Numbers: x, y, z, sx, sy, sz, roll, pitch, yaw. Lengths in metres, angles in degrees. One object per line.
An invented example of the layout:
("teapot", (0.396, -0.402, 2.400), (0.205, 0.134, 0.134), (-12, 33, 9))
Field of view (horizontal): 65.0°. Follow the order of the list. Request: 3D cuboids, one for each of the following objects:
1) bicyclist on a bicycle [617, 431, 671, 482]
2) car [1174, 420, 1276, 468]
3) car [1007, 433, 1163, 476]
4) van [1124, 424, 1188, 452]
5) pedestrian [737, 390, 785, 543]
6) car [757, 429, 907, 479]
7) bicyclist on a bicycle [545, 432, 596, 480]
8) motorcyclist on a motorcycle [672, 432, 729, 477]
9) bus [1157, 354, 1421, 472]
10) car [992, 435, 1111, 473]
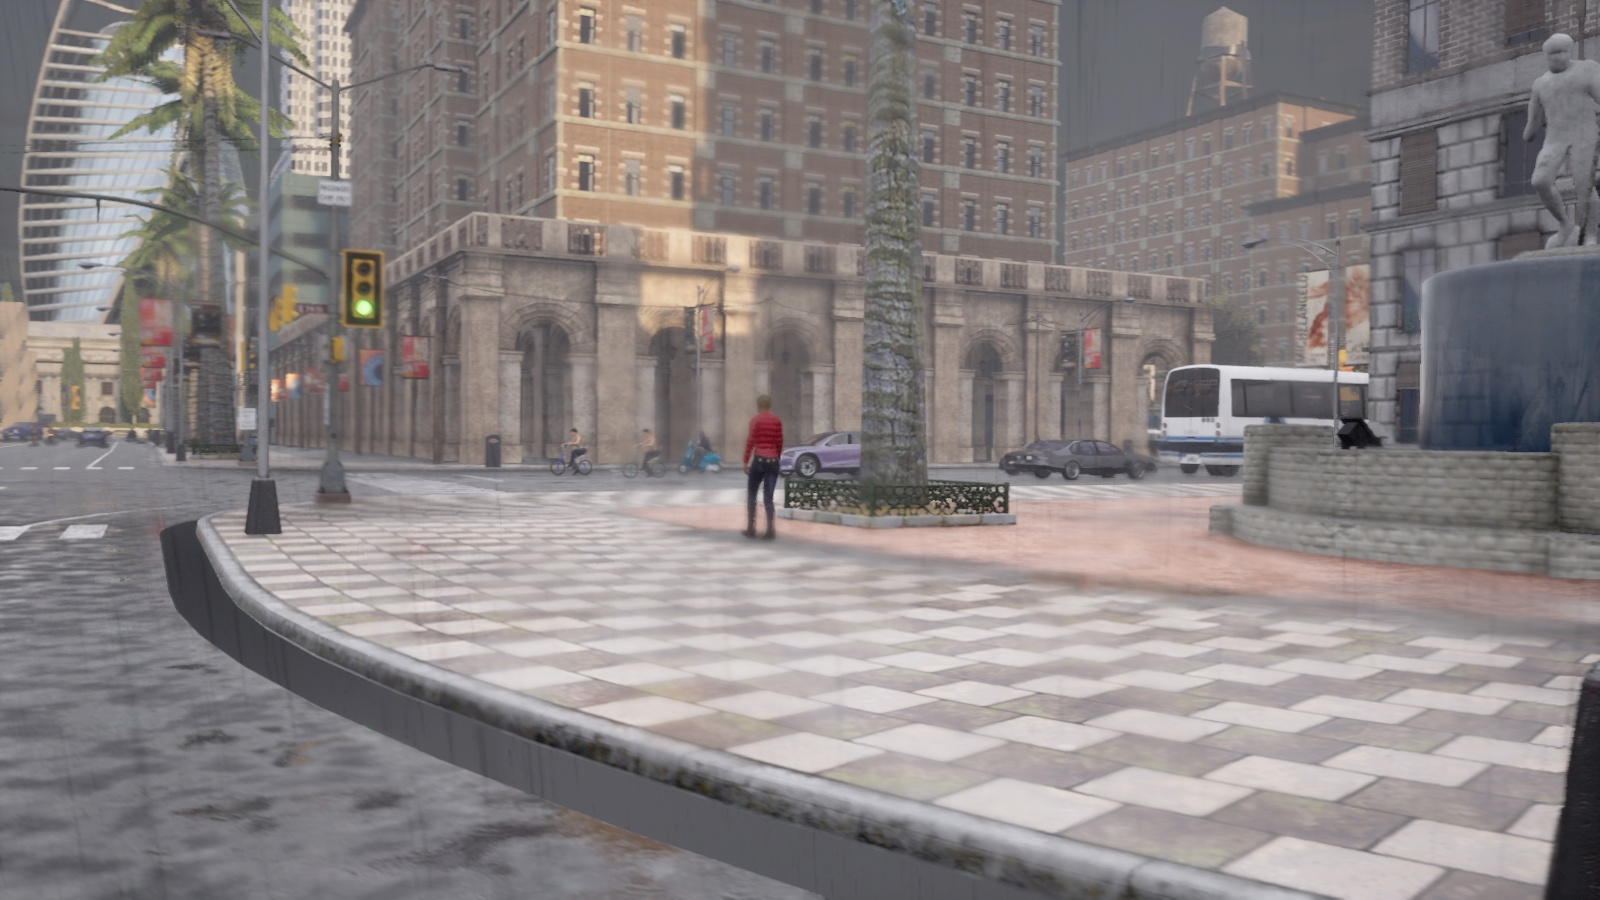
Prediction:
("bicyclist on a bicycle", (-5.036, 0.206, 40.605), (1.509, 1.612, 0.866), (-1, 1, -28))
("car", (17.863, -0.276, 52.736), (3.866, 1.878, 1.905), (-1, 1, -28))
("car", (10.162, 0.141, 44.684), (5.357, 1.411, 2.033), (-1, 1, -27))
("van", (26.601, -0.937, 93.992), (2.069, 2.038, 4.480), (-1, 2, -28))
("pedestrian", (-0.487, 0.200, 15.534), (0.331, 1.846, 0.636), (-1, 1, -29))
("car", (1.146, 0.108, 43.881), (4.856, 1.649, 2.033), (-1, 1, -28))
("bicyclist on a bicycle", (-7.844, 0.199, 42.978), (1.509, 1.612, 0.866), (-1, 1, -28))
("motorcyclist on a motorcycle", (-3.595, 0.152, 45.317), (1.817, 1.590, 0.866), (-1, 1, -28))
("bus", (19.365, -1.419, 49.559), (10.273, 4.253, 3.944), (-1, 1, -28))
("car", (9.696, 0.115, 48.404), (4.181, 1.385, 1.994), (-1, 1, -28))
